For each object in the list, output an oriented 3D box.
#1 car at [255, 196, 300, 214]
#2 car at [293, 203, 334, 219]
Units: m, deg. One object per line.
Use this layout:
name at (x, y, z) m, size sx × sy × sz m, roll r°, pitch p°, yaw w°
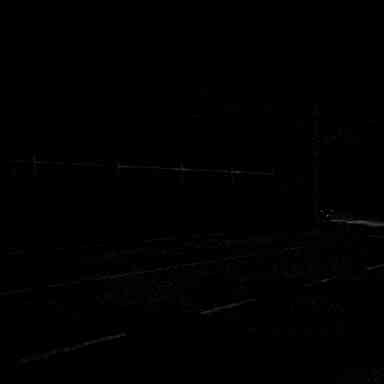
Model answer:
car at (9.248, 1.407, 36.360) m, size 2.097 × 1.767 × 4.553 m, roll 0°, pitch 0°, yaw -36°
car at (9.959, 1.656, 29.300) m, size 1.895 × 1.301 × 4.718 m, roll 0°, pitch 0°, yaw -34°
